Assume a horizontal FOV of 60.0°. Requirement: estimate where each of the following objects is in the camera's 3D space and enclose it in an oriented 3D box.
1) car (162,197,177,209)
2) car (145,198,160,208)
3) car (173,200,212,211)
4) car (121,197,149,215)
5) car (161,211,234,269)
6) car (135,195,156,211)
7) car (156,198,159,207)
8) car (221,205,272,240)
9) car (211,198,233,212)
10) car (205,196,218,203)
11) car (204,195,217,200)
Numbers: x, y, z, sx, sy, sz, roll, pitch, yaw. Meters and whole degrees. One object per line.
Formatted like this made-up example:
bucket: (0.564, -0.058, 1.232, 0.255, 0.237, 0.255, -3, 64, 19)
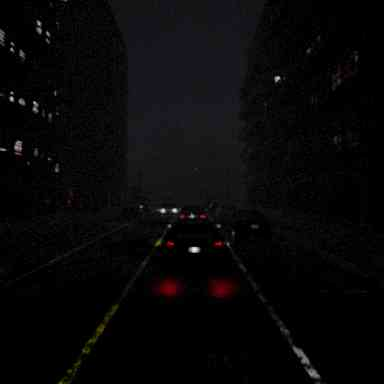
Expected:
car: (-3.073, 1.454, 45.981, 1.882, 1.535, 5.008, 0, 0, 0)
car: (-5.803, 1.558, 49.533, 1.802, 1.307, 4.206, 1, 0, 0)
car: (0.048, 1.535, 22.917, 2.033, 1.411, 5.357, 0, 0, 1)
car: (-5.805, 1.533, 32.828, 2.008, 1.369, 4.403, 1, 0, 0)
car: (0.070, 1.556, 11.118, 1.994, 1.385, 4.181, 0, 0, 0)
car: (-5.801, 1.295, 38.396, 2.192, 1.841, 5.009, 1, 0, 0)
car: (-5.803, 1.544, 43.965, 1.947, 1.339, 4.313, 1, 0, 0)
car: (2.774, 1.556, 16.731, 1.947, 1.339, 4.313, 1, 0, 0)
car: (2.842, 1.510, 27.396, 1.752, 1.417, 4.829, 1, 0, 0)
car: (2.844, 1.531, 38.362, 2.008, 1.369, 4.403, 1, 0, 0)
car: (2.848, 1.291, 49.497, 2.192, 1.841, 5.009, 1, 0, 0)
